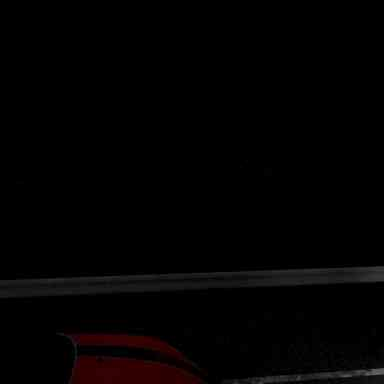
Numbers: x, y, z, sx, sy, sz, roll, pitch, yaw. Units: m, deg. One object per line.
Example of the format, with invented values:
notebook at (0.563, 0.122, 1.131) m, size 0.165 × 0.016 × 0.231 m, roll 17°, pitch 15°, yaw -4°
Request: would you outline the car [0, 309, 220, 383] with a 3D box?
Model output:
car at (-1.835, 1.352, 1.684) m, size 4.553 × 1.767 × 2.097 m, roll 0°, pitch 0°, yaw -7°
